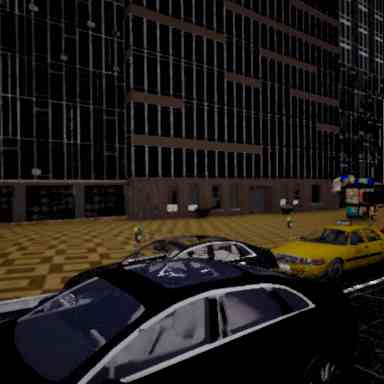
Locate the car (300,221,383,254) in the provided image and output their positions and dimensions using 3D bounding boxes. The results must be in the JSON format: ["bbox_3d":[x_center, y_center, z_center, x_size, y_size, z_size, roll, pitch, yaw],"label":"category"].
[{"bbox_3d":[4.252,1.542,9.604,4.829,1.417,1.752,0,-1,-35],"label":"car"}]

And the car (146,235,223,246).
[{"bbox_3d":[-0.190,1.558,6.437,4.403,1.369,2.008,0,-1,-35],"label":"car"}]

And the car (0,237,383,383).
[{"bbox_3d":[-0.388,1.492,3.100,4.902,1.511,2.128,0,0,-36],"label":"car"}]
